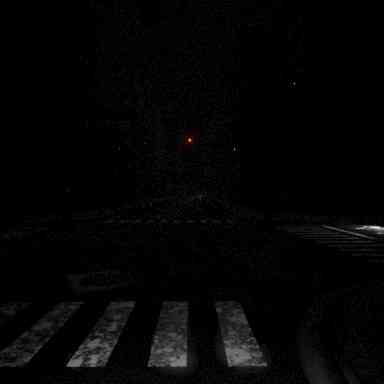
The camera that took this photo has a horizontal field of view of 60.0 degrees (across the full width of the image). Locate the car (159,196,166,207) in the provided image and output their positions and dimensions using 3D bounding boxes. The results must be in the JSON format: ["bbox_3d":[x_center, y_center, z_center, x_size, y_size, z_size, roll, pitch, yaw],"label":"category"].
[{"bbox_3d":[-5.651,1.653,52.638,1.802,1.307,4.206,0,0,0],"label":"car"}]

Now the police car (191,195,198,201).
[{"bbox_3d":[0.621,1.599,90.173,1.930,1.638,5.238,0,0,0],"label":"police car"}]

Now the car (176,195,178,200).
[{"bbox_3d":[-5.590,1.721,91.213,1.887,1.381,4.507,0,0,0],"label":"car"}]

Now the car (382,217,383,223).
[{"bbox_3d":[14.199,1.511,20.610,4.181,1.385,1.994,0,0,0],"label":"car"}]

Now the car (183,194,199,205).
[{"bbox_3d":[-0.151,1.570,61.810,1.882,1.535,5.008,0,0,0],"label":"car"}]

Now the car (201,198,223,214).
[{"bbox_3d":[2.348,1.606,36.092,1.947,1.339,4.313,0,0,0],"label":"car"}]

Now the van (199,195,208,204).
[{"bbox_3d":[2.400,1.453,69.158,1.690,1.788,3.998,0,0,0],"label":"van"}]

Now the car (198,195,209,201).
[{"bbox_3d":[2.374,1.637,52.626,1.947,1.339,4.313,0,0,0],"label":"car"}]

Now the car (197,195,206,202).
[{"bbox_3d":[2.426,1.600,85.690,1.967,1.590,4.097,0,0,0],"label":"car"}]

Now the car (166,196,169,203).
[{"bbox_3d":[-5.642,1.634,58.148,2.008,1.369,4.403,0,0,0],"label":"car"}]

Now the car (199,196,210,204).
[{"bbox_3d":[2.365,1.641,47.115,1.802,1.307,4.206,0,0,0],"label":"car"}]

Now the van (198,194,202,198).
[{"bbox_3d":[2.382,1.424,58.136,1.690,1.788,3.998,0,0,0],"label":"van"}]

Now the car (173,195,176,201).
[{"bbox_3d":[-5.608,1.694,80.191,2.008,1.369,4.403,0,0,0],"label":"car"}]

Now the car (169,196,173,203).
[{"bbox_3d":[-5.625,1.552,69.170,1.967,1.590,4.097,0,0,0],"label":"car"}]

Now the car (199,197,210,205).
[{"bbox_3d":[2.391,1.647,63.647,2.008,1.369,4.403,0,0,0],"label":"car"}]

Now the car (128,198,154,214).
[{"bbox_3d":[-5.677,1.480,36.106,1.967,1.590,4.097,0,0,0],"label":"car"}]

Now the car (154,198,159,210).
[{"bbox_3d":[-5.668,1.490,41.617,1.967,1.590,4.097,0,0,0],"label":"car"}]
